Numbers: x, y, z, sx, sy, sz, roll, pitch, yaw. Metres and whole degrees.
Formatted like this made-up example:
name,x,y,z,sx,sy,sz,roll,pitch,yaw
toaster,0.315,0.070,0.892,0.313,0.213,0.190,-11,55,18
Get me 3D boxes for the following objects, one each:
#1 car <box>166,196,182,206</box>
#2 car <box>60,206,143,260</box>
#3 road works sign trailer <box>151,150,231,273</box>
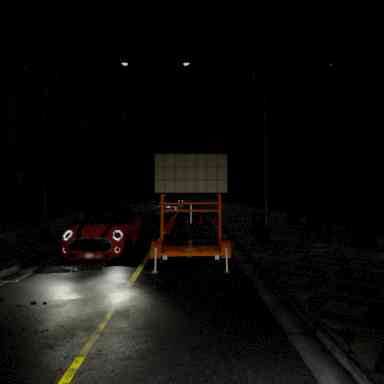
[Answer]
name,x,y,z,sx,sy,sz,roll,pitch,yaw
car,-3.259,1.615,55.332,2.033,1.411,5.357,0,0,0
car,-3.136,1.355,12.359,2.097,1.767,4.553,0,0,0
road works sign trailer,-0.029,0.467,10.668,2.380,3.560,2.880,0,0,0
